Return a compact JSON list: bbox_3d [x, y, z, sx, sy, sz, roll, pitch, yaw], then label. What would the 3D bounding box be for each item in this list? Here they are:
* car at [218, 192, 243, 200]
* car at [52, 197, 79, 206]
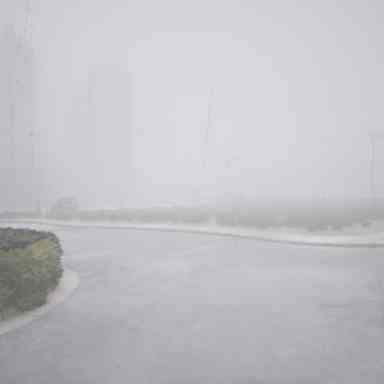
[{"bbox_3d":[7.286,1.084,63.177,2.150,2.045,5.566,0,0,-35],"label":"car"},{"bbox_3d":[-14.354,1.447,37.626,2.242,1.667,4.611,0,0,-36],"label":"car"}]
